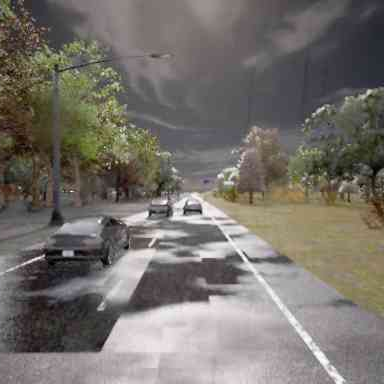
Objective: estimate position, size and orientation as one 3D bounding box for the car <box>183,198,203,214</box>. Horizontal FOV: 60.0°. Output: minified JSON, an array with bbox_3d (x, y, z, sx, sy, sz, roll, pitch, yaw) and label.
[{"bbox_3d":[0.107,1.486,34.781,1.994,1.385,4.181,0,0,1],"label":"car"}]

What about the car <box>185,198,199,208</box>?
[{"bbox_3d":[0.044,1.499,46.169,1.895,1.301,4.718,0,0,0],"label":"car"}]

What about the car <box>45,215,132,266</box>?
[{"bbox_3d":[-3.321,1.500,11.311,1.812,1.442,4.674,0,0,1],"label":"car"}]

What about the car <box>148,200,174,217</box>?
[{"bbox_3d":[-2.755,1.423,30.219,2.128,1.511,4.902,0,0,2],"label":"car"}]
